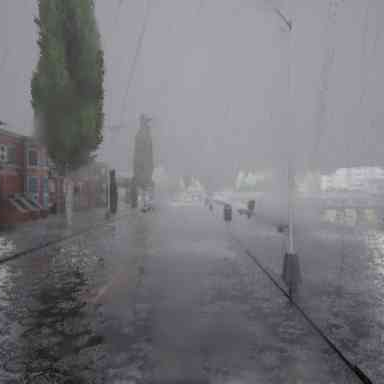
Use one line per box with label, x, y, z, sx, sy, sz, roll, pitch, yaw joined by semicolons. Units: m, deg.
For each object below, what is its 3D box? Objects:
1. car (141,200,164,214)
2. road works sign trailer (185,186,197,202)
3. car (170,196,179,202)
car;-4.097;1.570;35.220;1.994;1.385;4.181;0;0;0
road works sign trailer;-0.012;0.478;78.277;2.380;3.560;2.880;0;0;0
car;-4.012;1.605;76.284;1.895;1.301;4.718;0;0;0
